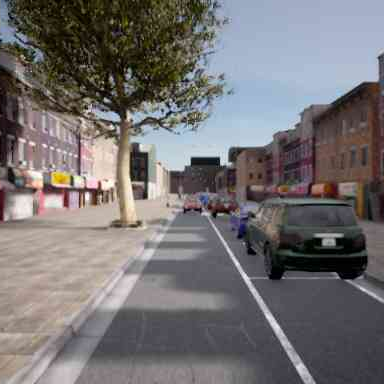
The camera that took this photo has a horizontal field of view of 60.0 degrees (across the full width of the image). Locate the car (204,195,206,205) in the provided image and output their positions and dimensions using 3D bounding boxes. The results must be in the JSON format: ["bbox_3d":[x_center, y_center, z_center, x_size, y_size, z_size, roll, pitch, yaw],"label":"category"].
[{"bbox_3d":[2.653,1.337,39.081,1.887,1.381,4.507,1,0,0],"label":"car"}]

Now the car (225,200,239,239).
[{"bbox_3d":[3.017,1.388,16.899,1.882,1.535,5.008,0,0,0],"label":"car"}]

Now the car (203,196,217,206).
[{"bbox_3d":[2.654,1.299,50.163,1.947,1.339,4.313,1,0,0],"label":"car"}]

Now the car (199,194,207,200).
[{"bbox_3d":[2.657,1.127,83.406,1.887,1.381,4.507,1,0,0],"label":"car"}]

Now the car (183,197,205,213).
[{"bbox_3d":[0.064,1.422,33.547,1.895,1.301,4.718,0,0,0],"label":"car"}]

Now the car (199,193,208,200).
[{"bbox_3d":[2.658,1.044,77.865,1.967,1.590,4.097,1,0,0],"label":"car"}]

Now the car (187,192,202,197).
[{"bbox_3d":[0.046,1.099,47.387,2.097,1.767,4.553,0,0,1],"label":"car"}]

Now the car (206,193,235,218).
[{"bbox_3d":[2.654,1.166,27.999,2.192,1.841,5.009,1,0,0],"label":"car"}]

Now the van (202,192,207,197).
[{"bbox_3d":[2.656,1.103,44.621,1.690,1.788,3.998,1,0,0],"label":"van"}]

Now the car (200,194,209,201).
[{"bbox_3d":[2.656,1.152,72.495,1.752,1.417,4.829,1,0,0],"label":"car"}]

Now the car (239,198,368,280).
[{"bbox_3d":[2.983,1.175,9.927,2.150,2.045,5.566,0,0,0],"label":"car"}]

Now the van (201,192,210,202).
[{"bbox_3d":[2.658,0.993,66.783,1.690,1.788,3.998,1,0,0],"label":"van"}]
